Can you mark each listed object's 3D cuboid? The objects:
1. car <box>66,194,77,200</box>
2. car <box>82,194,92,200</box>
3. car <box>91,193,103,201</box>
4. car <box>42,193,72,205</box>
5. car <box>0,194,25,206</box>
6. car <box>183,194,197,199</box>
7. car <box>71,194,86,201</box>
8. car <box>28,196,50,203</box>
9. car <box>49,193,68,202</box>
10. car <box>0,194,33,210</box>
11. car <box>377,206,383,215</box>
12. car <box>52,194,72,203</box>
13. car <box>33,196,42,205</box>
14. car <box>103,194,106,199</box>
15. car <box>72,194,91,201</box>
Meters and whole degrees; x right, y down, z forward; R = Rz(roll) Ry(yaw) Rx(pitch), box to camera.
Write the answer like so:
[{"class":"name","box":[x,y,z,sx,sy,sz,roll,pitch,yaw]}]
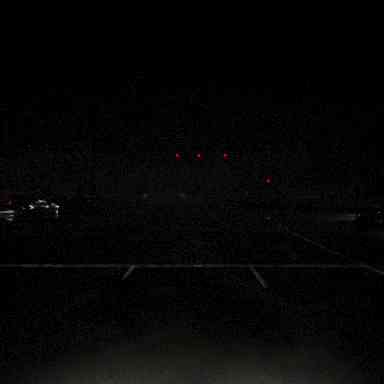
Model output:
[{"class":"car","box":[-29.091,1.264,80.378,1.895,1.301,4.718,0,0,-10]},{"class":"car","box":[-25.940,1.161,82.375,1.837,1.490,4.892,0,0,-10]},{"class":"car","box":[-21.118,1.066,70.886,2.097,1.767,4.553,0,0,0]},{"class":"car","box":[-21.137,1.299,52.314,1.837,1.490,4.892,0,0,0]},{"class":"car","box":[-28.130,1.147,51.693,2.097,1.767,4.553,0,0,0]},{"class":"car","box":[-0.205,1.201,94.717,1.895,1.301,4.718,0,0,-18]},{"class":"car","box":[-24.635,1.229,72.285,1.812,1.442,4.674,0,0,-3]},{"class":"car","box":[-28.083,1.355,61.080,1.895,1.301,4.718,0,0,0]},{"class":"car","box":[-28.094,1.070,70.008,2.097,1.767,4.553,0,0,0]},{"class":"car","box":[-21.135,1.202,39.101,2.097,1.767,4.553,0,0,0]},{"class":"car","box":[17.639,1.260,26.129,4.553,1.767,2.097,0,0,6]},{"class":"car","box":[-24.587,1.223,62.978,1.882,1.535,5.008,0,0,1]},{"class":"car","box":[-24.637,1.340,52.355,2.033,1.411,5.357,0,0,0]},{"class":"car","box":[-22.133,1.166,81.250,1.837,1.490,4.892,0,0,-10]},{"class":"car","box":[-21.102,1.351,62.030,1.895,1.301,4.718,0,0,1]}]
